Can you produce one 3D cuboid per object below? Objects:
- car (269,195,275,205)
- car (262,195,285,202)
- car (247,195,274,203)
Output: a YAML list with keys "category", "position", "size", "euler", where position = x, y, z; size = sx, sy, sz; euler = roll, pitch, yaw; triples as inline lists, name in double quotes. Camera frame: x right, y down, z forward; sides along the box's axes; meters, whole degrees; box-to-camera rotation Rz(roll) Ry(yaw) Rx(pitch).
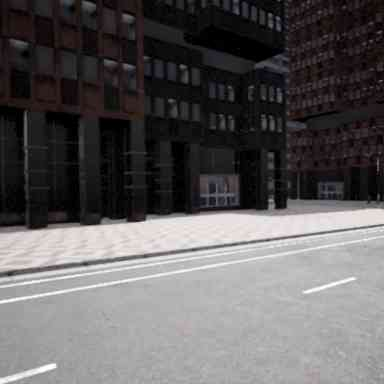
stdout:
- category: "car"
  position: [13.132, 1.505, 59.110]
  size: [1.752, 1.417, 4.829]
  euler: [-2, 1, -36]
- category: "car"
  position: [16.818, 1.380, 68.613]
  size: [1.887, 1.381, 4.507]
  euler: [-2, 1, -36]
- category: "car"
  position: [13.907, 1.408, 67.940]
  size: [2.033, 1.411, 5.357]
  euler: [-1, 1, -36]
